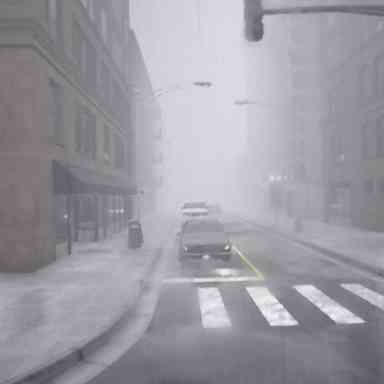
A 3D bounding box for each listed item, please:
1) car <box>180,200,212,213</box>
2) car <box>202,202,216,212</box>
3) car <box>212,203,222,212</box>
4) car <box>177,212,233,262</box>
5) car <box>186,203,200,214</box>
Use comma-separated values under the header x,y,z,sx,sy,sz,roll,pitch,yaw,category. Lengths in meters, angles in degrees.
x,y,z,sx,sy,sz,roll,pitch,yaw,category
0.258,1.738,28.396,2.150,2.045,5.566,-1,0,-1,car
2.800,2.467,55.511,1.882,1.535,5.008,-1,-1,-1,car
2.970,2.280,45.479,2.128,1.511,4.902,-1,-1,0,car
0.436,1.789,13.490,2.033,1.411,5.357,-1,-1,-1,car
0.124,2.451,49.011,1.812,1.442,4.674,-1,-1,-1,car
